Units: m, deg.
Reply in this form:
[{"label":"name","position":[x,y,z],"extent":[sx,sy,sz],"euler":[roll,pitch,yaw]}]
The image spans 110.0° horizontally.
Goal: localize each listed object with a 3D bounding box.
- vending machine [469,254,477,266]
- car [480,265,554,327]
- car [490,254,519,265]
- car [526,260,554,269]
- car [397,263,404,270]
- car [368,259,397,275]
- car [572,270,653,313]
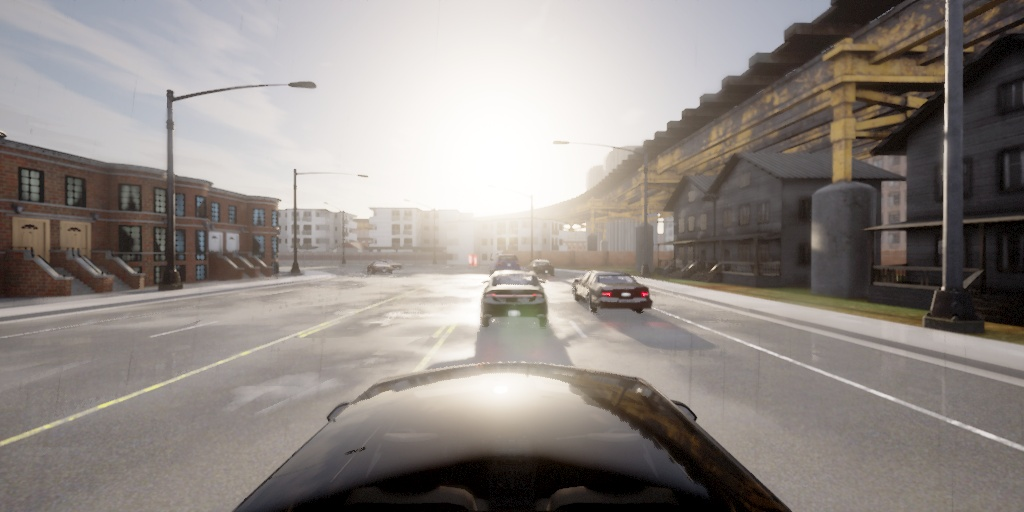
[{"label":"vending machine","position":[-6.393,0.696,58.768],"extent":[0.880,2.100,1.100],"euler":[0,0,39]},{"label":"car","position":[0.070,1.201,11.366],"extent":[2.128,1.511,4.902],"euler":[0,0,0]},{"label":"car","position":[-0.738,0.835,32.867],"extent":[2.150,2.045,5.566],"euler":[0,0,-10]},{"label":"car","position":[2.551,1.115,33.702],"extent":[1.837,1.490,4.892],"euler":[1,0,-11]},{"label":"car","position":[-15.913,1.108,45.246],"extent":[5.357,1.411,2.033],"euler":[0,0,39]},{"label":"car","position":[-13.439,1.124,36.457],"extent":[1.812,1.442,4.674],"euler":[0,0,-31]},{"label":"car","position":[3.584,1.245,13.744],"extent":[2.033,1.411,5.357],"euler":[0,0,0]}]
